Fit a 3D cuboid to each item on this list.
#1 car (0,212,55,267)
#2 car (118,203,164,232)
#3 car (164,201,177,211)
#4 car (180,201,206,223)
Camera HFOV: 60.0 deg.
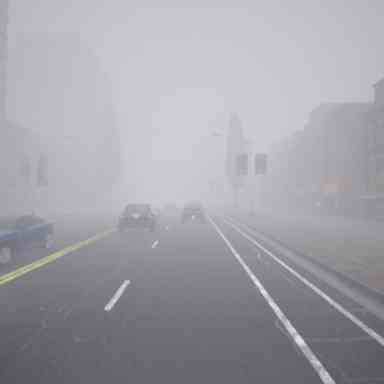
[{"bbox_3d":[-6.603,1.509,11.750,1.882,1.535,5.008,0,0,0],"label":"car"},{"bbox_3d":[-3.158,1.455,20.908,2.097,1.767,4.553,0,-1,0],"label":"car"},{"bbox_3d":[-3.168,2.038,48.935,1.812,1.442,4.674,0,-1,0],"label":"car"},{"bbox_3d":[0.090,1.681,27.319,1.837,1.490,4.892,0,-1,0],"label":"car"}]
